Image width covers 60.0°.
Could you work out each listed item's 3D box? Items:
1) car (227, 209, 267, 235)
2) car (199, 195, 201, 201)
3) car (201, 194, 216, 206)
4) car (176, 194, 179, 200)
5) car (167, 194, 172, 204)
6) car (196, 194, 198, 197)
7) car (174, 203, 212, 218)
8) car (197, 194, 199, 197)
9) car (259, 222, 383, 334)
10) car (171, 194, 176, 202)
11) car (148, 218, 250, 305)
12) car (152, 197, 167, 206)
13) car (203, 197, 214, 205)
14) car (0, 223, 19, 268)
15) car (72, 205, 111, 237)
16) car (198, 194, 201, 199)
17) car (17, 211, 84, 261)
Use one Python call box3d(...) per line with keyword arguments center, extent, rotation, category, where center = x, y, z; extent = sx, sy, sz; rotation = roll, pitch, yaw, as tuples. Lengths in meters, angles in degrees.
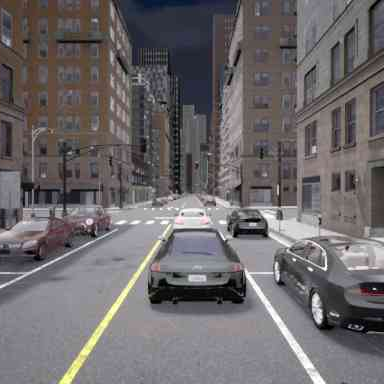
box3d(center=(2.872, 1.566, 17.702), extent=(1.947, 1.339, 4.313), rotation=(0, 0, 0), category="car")
box3d(center=(2.971, 1.606, 65.610), extent=(2.008, 1.369, 4.403), rotation=(0, 0, 0), category="car")
box3d(center=(2.940, 1.476, 54.793), extent=(1.967, 1.590, 4.097), rotation=(0, 0, 0), category="car")
box3d(center=(-5.481, 1.456, 92.674), extent=(2.192, 1.841, 5.009), rotation=(0, 0, 0), category="car")
box3d(center=(-5.554, 1.606, 65.630), extent=(2.008, 1.369, 4.403), rotation=(0, 0, 0), category="car")
box3d(center=(3.043, 1.457, 92.656), extent=(2.192, 1.841, 5.009), rotation=(0, 0, 0), category="car")
box3d(center=(0.050, 1.526, 16.925), extent=(1.812, 1.442, 4.674), rotation=(0, 0, 1), category="car")
box3d(center=(3.029, 1.560, 87.246), extent=(1.967, 1.590, 4.097), rotation=(0, 0, 0), category="car")
box3d(center=(2.861, 1.551, 6.700), extent=(2.008, 1.369, 4.403), rotation=(0, 0, 0), category="car")
box3d(center=(-5.510, 1.625, 81.686), extent=(1.752, 1.417, 4.829), rotation=(0, 0, 0), category="car")
box3d(center=(0.090, 1.564, 8.166), extent=(1.994, 1.385, 4.181), rotation=(0, 0, 0), category="car")
box3d(center=(-5.584, 1.617, 54.814), extent=(1.802, 1.307, 4.206), rotation=(0, 0, 0), category="car")
box3d(center=(2.956, 1.571, 60.372), extent=(1.752, 1.417, 4.829), rotation=(0, 0, 0), category="car")
box3d(center=(-5.664, 1.565, 6.708), extent=(1.947, 1.339, 4.313), rotation=(0, 0, 0), category="car")
box3d(center=(-5.654, 1.440, 17.711), extent=(1.967, 1.590, 4.097), rotation=(0, 0, 0), category="car")
box3d(center=(2.999, 1.524, 76.428), extent=(1.967, 1.590, 4.097), rotation=(0, 0, 0), category="car")
box3d(center=(-5.659, 1.582, 12.209), extent=(1.802, 1.307, 4.206), rotation=(0, 0, 0), category="car")
